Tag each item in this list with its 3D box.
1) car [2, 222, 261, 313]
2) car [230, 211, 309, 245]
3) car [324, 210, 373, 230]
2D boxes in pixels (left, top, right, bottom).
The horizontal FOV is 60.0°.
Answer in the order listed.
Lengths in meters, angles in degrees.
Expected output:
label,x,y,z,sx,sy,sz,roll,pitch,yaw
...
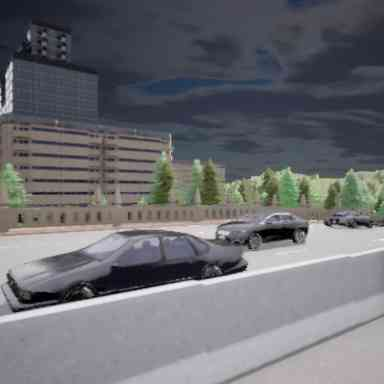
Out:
label,x,y,z,sx,sy,sz,roll,pitch,yaw
car,-1.133,1.582,7.483,5.357,1.411,2.033,1,0,-35
car,3.224,1.608,14.888,4.902,1.511,2.128,1,0,-35
car,12.025,2.096,25.462,4.181,1.385,1.994,4,-2,-35
